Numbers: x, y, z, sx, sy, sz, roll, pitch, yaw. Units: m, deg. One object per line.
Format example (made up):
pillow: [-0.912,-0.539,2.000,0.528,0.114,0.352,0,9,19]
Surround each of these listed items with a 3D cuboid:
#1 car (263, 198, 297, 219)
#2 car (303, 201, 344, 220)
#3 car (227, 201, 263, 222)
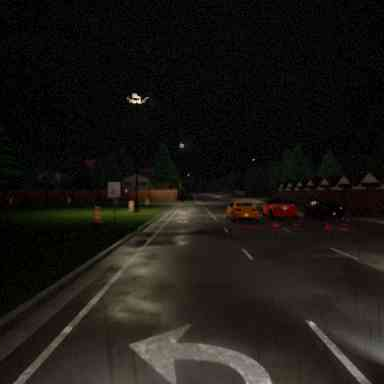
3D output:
car: [7.272,1.307,28.148,2.097,1.767,4.553,0,0,0]
car: [10.774,1.448,27.649,2.128,1.511,4.902,0,0,0]
car: [3.785,1.437,25.556,1.882,1.535,5.008,0,0,0]
